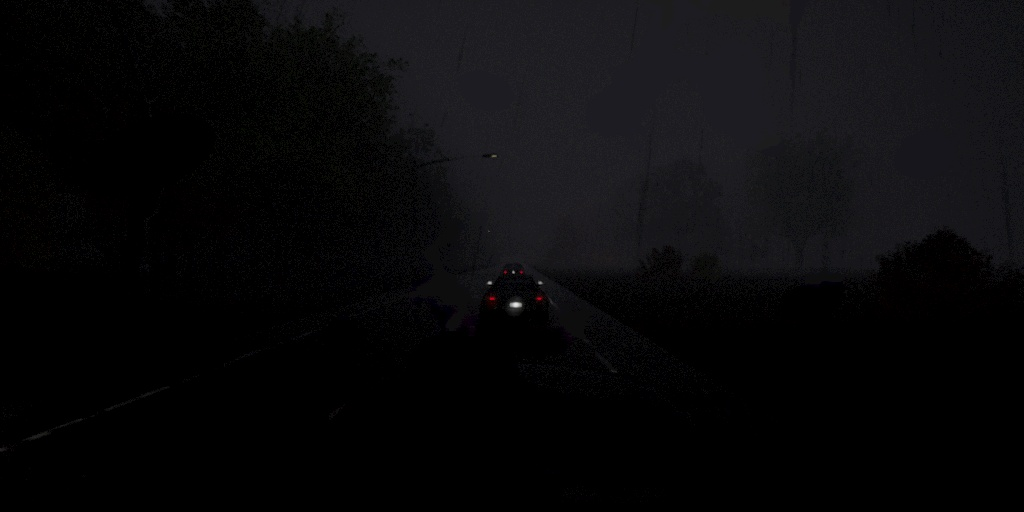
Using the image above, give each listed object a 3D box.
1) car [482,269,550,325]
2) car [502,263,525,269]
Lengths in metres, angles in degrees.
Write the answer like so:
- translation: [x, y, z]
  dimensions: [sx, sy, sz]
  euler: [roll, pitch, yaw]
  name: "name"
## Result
- translation: [0.105, 1.306, 11.818]
  dimensions: [1.994, 1.385, 4.181]
  euler: [0, 0, 0]
  name: "car"
- translation: [0.114, 1.278, 29.731]
  dimensions: [2.033, 1.411, 5.357]
  euler: [0, 0, 0]
  name: "car"
